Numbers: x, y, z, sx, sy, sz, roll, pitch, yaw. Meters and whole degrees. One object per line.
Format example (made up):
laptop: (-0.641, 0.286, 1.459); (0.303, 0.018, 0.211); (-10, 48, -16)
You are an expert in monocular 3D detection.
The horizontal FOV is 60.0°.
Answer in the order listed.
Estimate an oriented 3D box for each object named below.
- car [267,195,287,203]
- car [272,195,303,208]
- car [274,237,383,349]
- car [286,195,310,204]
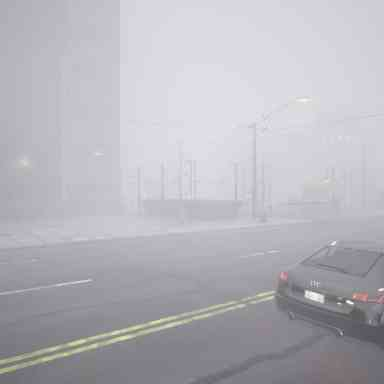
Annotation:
car: (17.359, 1.452, 67.790); (3.806, 1.475, 1.970); (0, 0, -36)
car: (13.356, 1.254, 44.728); (4.553, 1.767, 2.185); (0, 0, -36)
car: (3.499, 1.564, 6.243); (4.181, 1.385, 1.994); (0, 0, -36)
car: (20.266, 1.420, 63.789); (4.674, 1.452, 2.002); (0, 0, -36)
